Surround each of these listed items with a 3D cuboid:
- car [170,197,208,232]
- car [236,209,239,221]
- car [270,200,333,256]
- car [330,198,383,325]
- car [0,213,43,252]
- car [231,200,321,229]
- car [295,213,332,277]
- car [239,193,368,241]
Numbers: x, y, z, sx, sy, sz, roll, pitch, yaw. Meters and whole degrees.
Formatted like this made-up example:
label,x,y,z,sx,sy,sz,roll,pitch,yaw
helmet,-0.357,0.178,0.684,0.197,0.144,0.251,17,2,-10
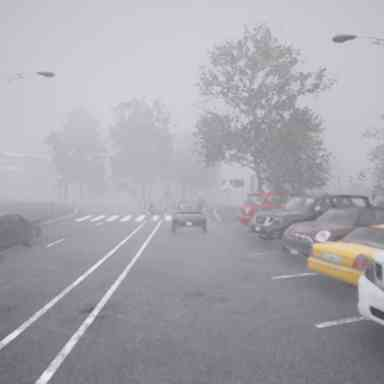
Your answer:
label,x,y,z,sx,sy,sz,roll,pitch,yaw
car,-0.188,1.299,18.640,2.128,1.511,4.902,0,1,-1
car,5.142,1.069,17.053,5.566,2.045,2.435,0,1,-22
car,5.265,1.280,11.108,4.553,1.767,2.185,0,1,-21
car,5.286,1.216,5.135,5.566,2.045,2.435,1,1,-21
car,-7.153,1.456,11.688,2.033,1.411,5.357,0,1,-1
car,5.031,1.278,20.015,4.892,1.521,2.231,0,1,-22
car,5.449,1.440,8.204,5.366,1.575,1.946,1,0,-21
car,5.157,1.112,14.051,5.566,2.045,2.435,0,1,-21
